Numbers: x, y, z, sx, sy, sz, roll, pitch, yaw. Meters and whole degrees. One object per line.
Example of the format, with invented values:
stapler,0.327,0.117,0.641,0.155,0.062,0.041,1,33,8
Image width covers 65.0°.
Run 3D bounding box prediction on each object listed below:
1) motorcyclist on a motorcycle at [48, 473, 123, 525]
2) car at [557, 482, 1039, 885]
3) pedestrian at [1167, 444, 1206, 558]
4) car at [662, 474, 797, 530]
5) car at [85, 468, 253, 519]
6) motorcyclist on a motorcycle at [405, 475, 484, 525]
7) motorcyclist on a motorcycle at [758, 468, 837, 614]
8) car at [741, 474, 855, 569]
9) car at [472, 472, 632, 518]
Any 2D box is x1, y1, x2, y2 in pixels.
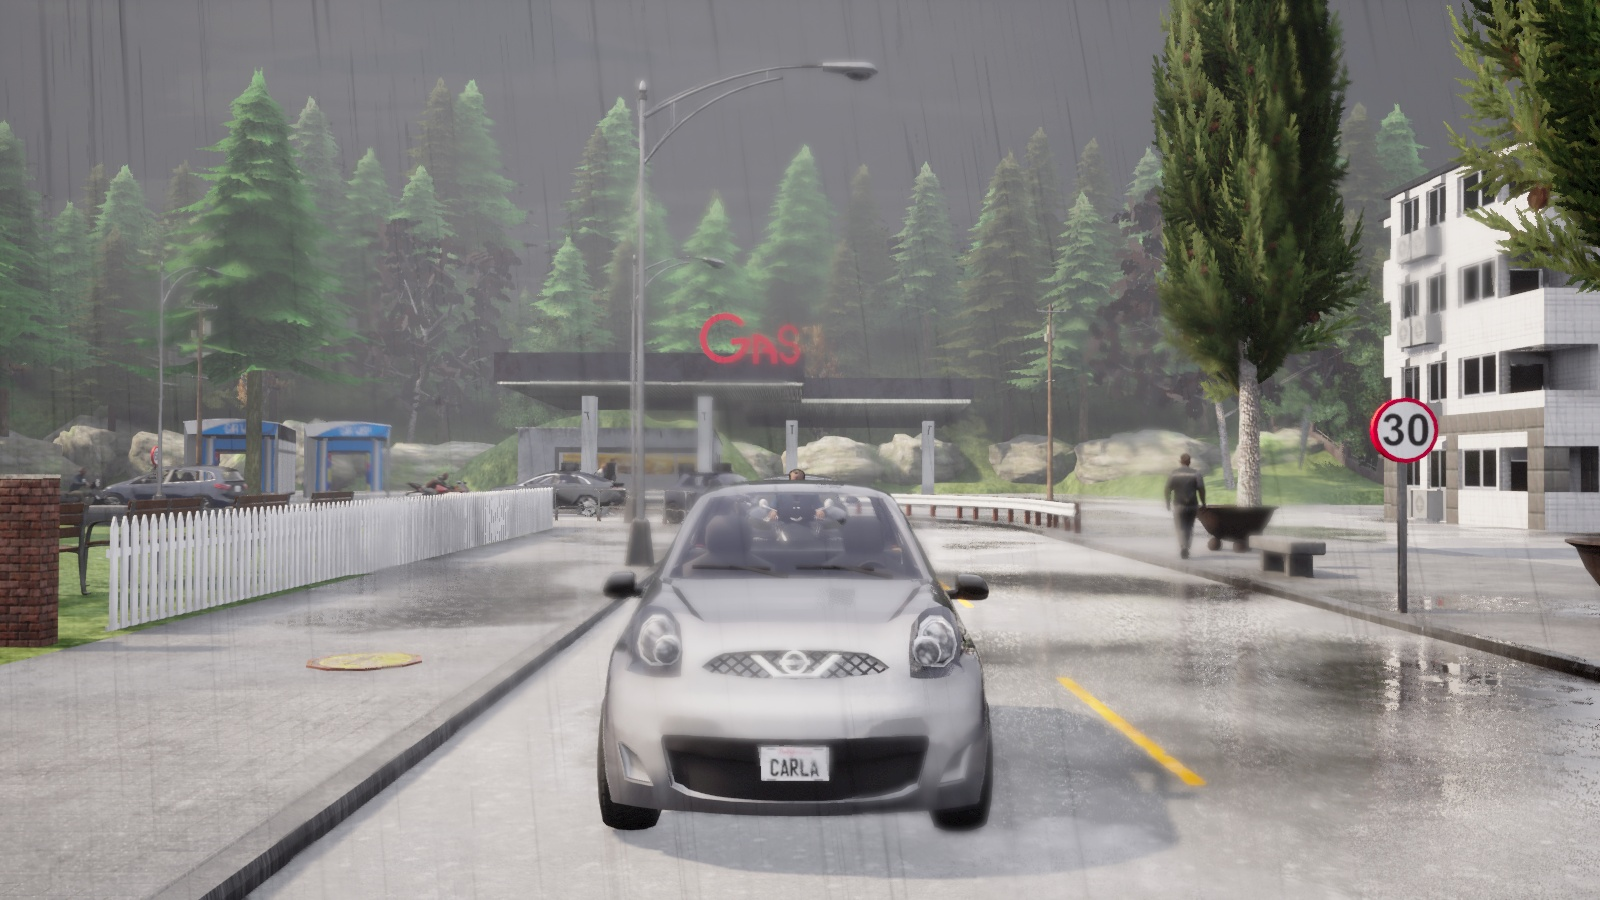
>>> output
motorcyclist on a motorcycle,-22.063,1.506,38.787,1.817,1.590,0.866,0,-1,0
car,-0.012,0.940,6.633,1.845,1.501,3.633,0,-1,0
pedestrian,6.559,0.855,21.322,0.563,1.883,0.849,0,-1,14
car,-2.032,1.434,35.585,3.633,1.501,1.845,-1,-2,43
car,-21.427,1.462,42.792,4.611,1.667,2.242,0,-1,0
motorcyclist on a motorcycle,-10.978,1.544,38.830,2.191,1.530,0.866,0,-1,0
motorcyclist on a motorcycle,-0.029,1.014,14.687,0.866,1.590,1.817,0,-1,0
car,-0.029,1.200,22.790,1.837,1.490,4.892,0,-1,0
car,-8.399,1.521,42.752,4.902,1.511,2.128,0,-1,7
